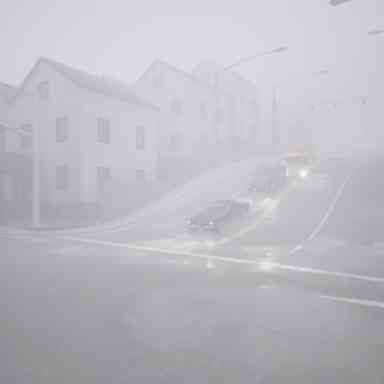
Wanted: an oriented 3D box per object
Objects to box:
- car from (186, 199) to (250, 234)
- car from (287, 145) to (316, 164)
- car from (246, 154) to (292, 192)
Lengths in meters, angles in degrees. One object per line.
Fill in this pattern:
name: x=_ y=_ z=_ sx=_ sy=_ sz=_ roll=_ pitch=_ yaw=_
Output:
car: x=1.587 y=1.264 z=19.228 sx=1.895 sy=1.301 sz=4.718 roll=0 pitch=11 yaw=34
car: x=10.459 y=-3.724 z=32.133 sx=1.882 sy=1.535 sz=5.008 roll=0 pitch=13 yaw=35
car: x=5.671 y=-1.260 z=25.199 sx=1.837 sy=1.490 sz=4.892 roll=0 pitch=20 yaw=34
